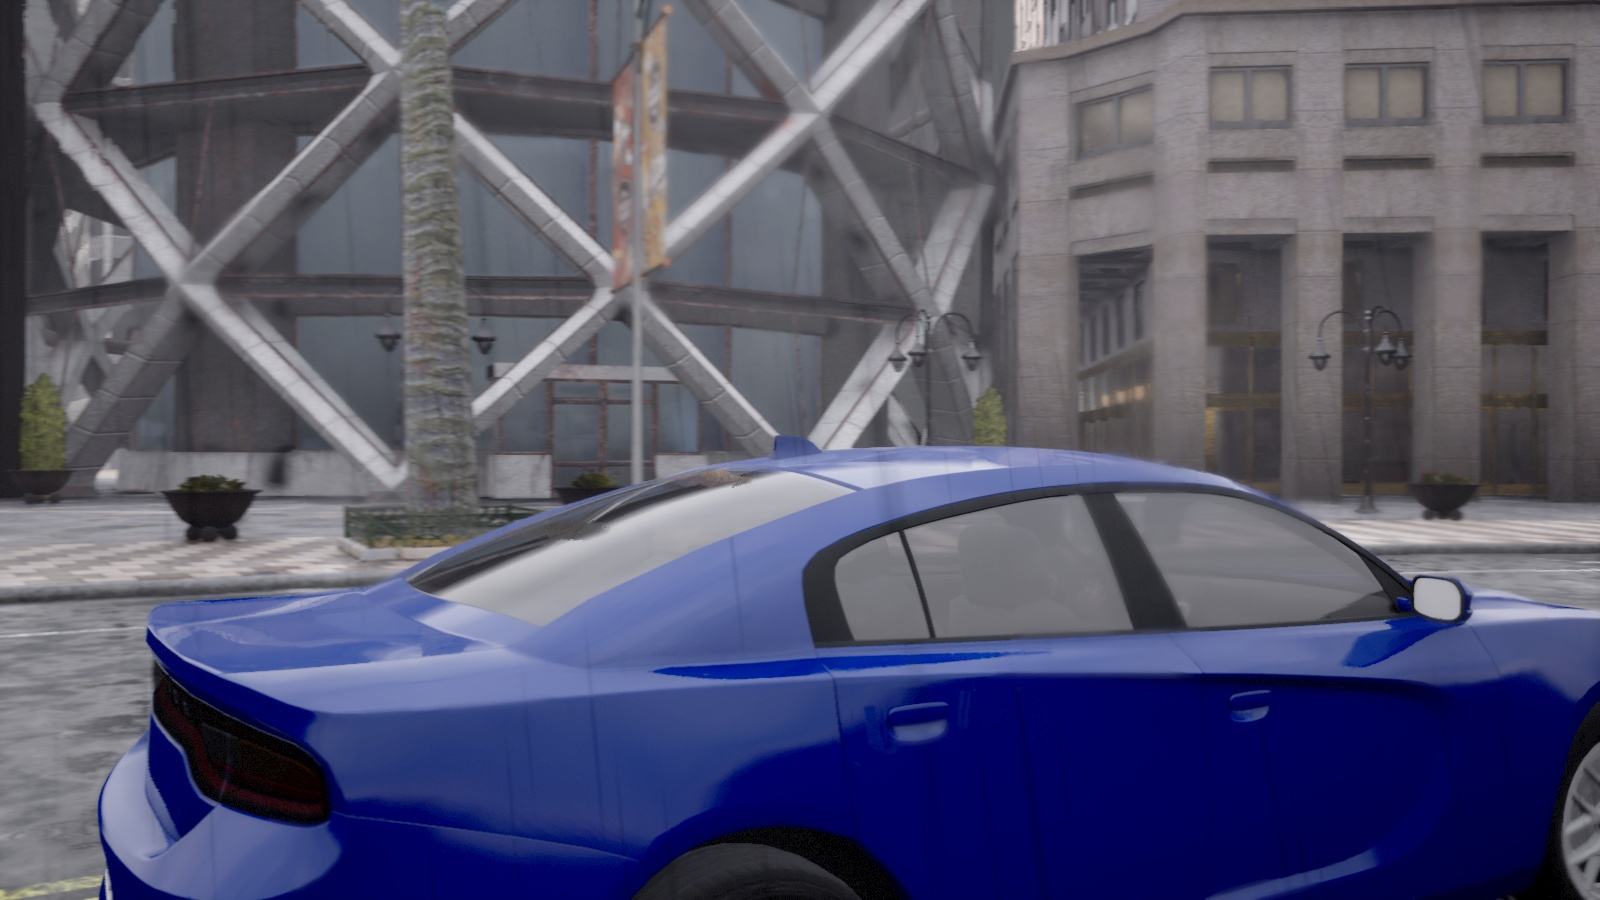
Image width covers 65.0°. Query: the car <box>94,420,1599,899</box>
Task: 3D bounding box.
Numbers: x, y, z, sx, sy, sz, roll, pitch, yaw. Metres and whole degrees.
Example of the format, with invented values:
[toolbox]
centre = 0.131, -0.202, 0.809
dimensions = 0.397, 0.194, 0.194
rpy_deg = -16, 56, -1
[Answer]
[car]
centre = 0.699, 0.726, 3.889
dimensions = 5.008, 1.535, 1.882
rpy_deg = 0, 0, -30
